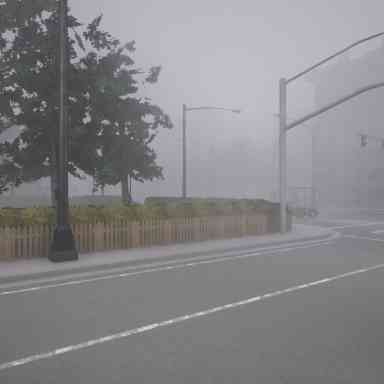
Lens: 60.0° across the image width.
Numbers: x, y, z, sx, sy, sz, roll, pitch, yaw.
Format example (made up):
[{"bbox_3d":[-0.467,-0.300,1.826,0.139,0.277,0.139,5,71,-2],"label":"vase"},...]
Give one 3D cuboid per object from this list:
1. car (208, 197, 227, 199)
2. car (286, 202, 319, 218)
[{"bbox_3d":[3.309,1.352,38.051,2.097,1.767,4.553,0,0,-35],"label":"car"},{"bbox_3d":[8.953,1.601,29.941,1.895,1.301,4.718,0,0,-35],"label":"car"}]
